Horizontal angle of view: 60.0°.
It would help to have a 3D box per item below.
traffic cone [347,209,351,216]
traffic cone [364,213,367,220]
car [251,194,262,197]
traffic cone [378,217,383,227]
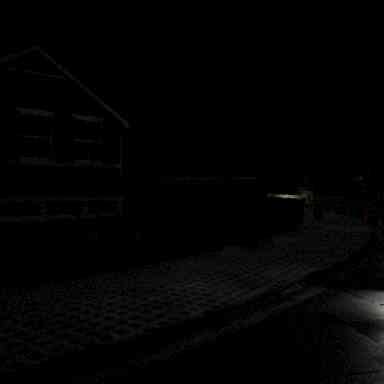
[{"bbox_3d":[14.366,1.881,30.464,0.340,0.580,0.340,0,0,7],"label":"traffic cone"},{"bbox_3d":[13.485,1.898,25.835,0.340,0.580,0.340,0,0,14],"label":"traffic cone"},{"bbox_3d":[12.133,1.194,62.116,2.097,1.767,4.553,0,0,-12],"label":"car"},{"bbox_3d":[12.078,1.916,21.339,0.340,0.580,0.340,0,0,21],"label":"traffic cone"}]
